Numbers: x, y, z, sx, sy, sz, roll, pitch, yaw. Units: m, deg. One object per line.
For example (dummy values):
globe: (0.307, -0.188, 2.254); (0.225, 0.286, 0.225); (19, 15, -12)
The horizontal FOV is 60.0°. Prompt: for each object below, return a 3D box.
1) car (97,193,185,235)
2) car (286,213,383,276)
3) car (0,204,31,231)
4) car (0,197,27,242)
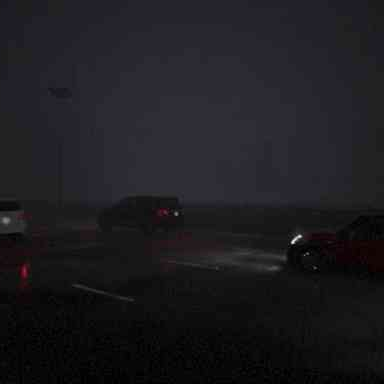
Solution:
car: (-3.000, 1.237, 19.032); (5.566, 2.045, 2.150); (0, 0, 36)
car: (4.965, 1.352, 9.050); (4.553, 1.767, 2.097); (0, 0, 36)
car: (-12.993, 1.573, 21.861); (5.357, 1.411, 2.033); (0, 0, 36)
car: (-9.895, 1.241, 15.353); (5.566, 2.045, 2.150); (0, 0, 36)
